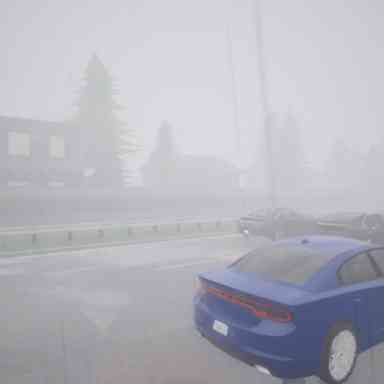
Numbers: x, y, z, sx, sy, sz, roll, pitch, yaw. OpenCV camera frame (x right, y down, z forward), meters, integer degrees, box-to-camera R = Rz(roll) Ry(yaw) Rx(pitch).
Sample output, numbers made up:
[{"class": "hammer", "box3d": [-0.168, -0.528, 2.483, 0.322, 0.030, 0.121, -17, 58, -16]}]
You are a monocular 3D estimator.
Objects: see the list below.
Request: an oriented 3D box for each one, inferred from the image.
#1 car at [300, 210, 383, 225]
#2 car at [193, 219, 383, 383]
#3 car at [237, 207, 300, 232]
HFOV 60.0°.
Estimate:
[{"class": "car", "box3d": [6.512, 1.470, 12.692, 4.892, 1.490, 1.837, 0, 0, -36]}, {"class": "car", "box3d": [2.357, 1.464, 5.426, 5.008, 1.535, 1.882, 0, 0, -36]}, {"class": "car", "box3d": [4.265, 1.457, 15.389, 4.902, 1.511, 2.128, 0, 0, -36]}]
